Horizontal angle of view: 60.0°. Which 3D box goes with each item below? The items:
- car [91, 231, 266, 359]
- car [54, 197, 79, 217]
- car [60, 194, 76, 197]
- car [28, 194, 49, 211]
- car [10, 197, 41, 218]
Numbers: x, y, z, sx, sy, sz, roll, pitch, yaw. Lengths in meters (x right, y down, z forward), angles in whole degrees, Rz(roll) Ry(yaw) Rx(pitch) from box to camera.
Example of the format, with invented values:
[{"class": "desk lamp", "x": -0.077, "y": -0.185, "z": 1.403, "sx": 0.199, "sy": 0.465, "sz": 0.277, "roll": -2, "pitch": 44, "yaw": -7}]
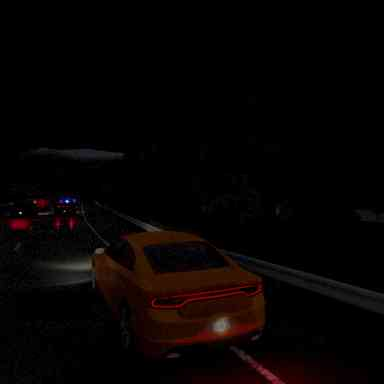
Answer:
[{"class": "car", "x": -0.677, "y": 1.478, "z": 6.302, "sx": 1.882, "sy": 1.535, "sz": 5.008, "roll": 0, "pitch": 0, "yaw": -25}, {"class": "car", "x": -11.984, "y": 1.492, "z": 31.525, "sx": 2.128, "sy": 1.511, "sz": 4.902, "roll": 0, "pitch": 0, "yaw": -19}, {"class": "car", "x": -15.417, "y": 1.221, "z": 41.420, "sx": 2.150, "sy": 2.045, "sz": 5.566, "roll": 0, "pitch": 0, "yaw": -18}, {"class": "car", "x": -18.581, "y": 1.221, "z": 40.022, "sx": 2.150, "sy": 2.045, "sz": 5.566, "roll": 0, "pitch": 0, "yaw": -19}, {"class": "car", "x": -15.157, "y": 1.505, "z": 30.132, "sx": 1.837, "sy": 1.490, "sz": 4.892, "roll": 0, "pitch": 0, "yaw": -19}]
